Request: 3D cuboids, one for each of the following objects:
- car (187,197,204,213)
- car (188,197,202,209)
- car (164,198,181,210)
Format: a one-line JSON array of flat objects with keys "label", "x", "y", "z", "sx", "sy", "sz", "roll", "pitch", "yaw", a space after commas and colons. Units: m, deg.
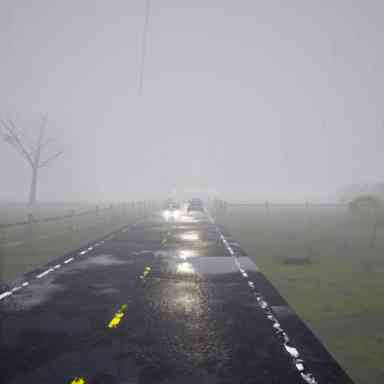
[{"label": "car", "x": 0.385, "y": 1.546, "z": 36.992, "sx": 2.033, "sy": 1.411, "sz": 5.357, "roll": 0, "pitch": 0, "yaw": 1}, {"label": "car", "x": 0.444, "y": 1.480, "z": 47.482, "sx": 1.882, "sy": 1.535, "sz": 5.008, "roll": 0, "pitch": 0, "yaw": 1}, {"label": "car", "x": -2.512, "y": 1.492, "z": 42.671, "sx": 2.128, "sy": 1.511, "sz": 4.902, "roll": 0, "pitch": 0, "yaw": 0}]
